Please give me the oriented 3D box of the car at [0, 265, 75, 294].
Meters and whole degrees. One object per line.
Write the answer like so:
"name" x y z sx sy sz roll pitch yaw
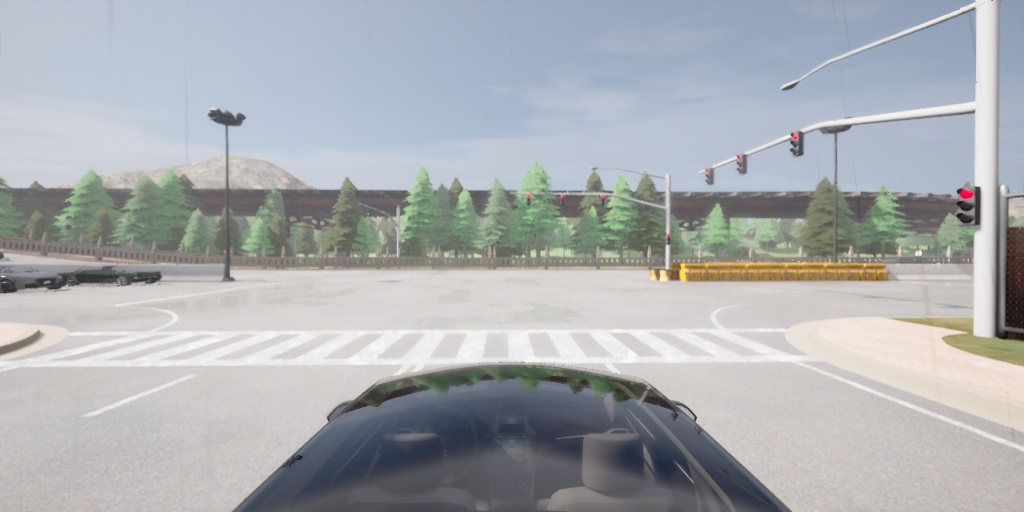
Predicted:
"car" -26.022 1.182 18.473 4.181 1.385 1.994 0 0 -2

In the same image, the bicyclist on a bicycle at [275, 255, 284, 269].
"bicyclist on a bicycle" -28.457 0.732 43.889 0.582 1.620 1.656 0 1 -2

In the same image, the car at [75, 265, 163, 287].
"car" -24.580 1.193 22.017 4.718 1.301 1.895 0 0 -2

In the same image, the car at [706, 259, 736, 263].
"car" 21.455 1.113 34.153 4.718 1.301 1.895 0 0 -2

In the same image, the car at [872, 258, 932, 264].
"car" 36.905 0.986 34.624 5.008 1.535 1.882 0 0 -2

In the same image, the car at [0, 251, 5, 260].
"car" -53.091 -0.467 35.311 4.181 1.385 1.994 7 0 -2

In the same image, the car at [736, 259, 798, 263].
"car" 22.456 1.015 30.682 5.008 1.535 1.882 0 0 -2
